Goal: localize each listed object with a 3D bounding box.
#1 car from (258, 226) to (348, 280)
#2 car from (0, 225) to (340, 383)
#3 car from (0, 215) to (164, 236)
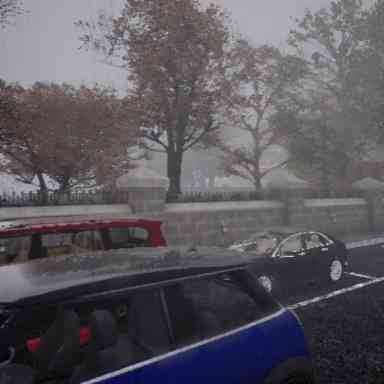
[{"bbox_3d":[2.009,1.548,7.996,4.403,1.369,2.008,0,0,-36],"label":"car"},{"bbox_3d":[-1.131,1.352,2.570,4.553,1.767,2.097,0,0,-36],"label":"car"},{"bbox_3d":[-2.498,1.315,4.783,5.009,1.841,2.192,0,0,-36],"label":"car"}]
